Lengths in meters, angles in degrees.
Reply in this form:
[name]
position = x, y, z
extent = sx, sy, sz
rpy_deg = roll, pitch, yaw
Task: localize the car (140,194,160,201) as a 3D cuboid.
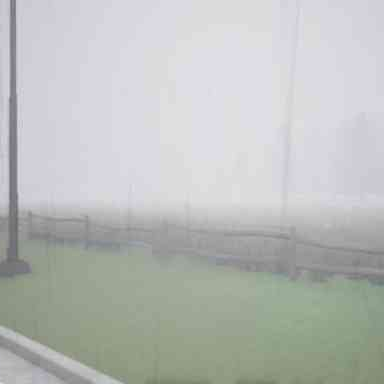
[car]
position = -9.126, 1.363, 72.596
extent = 4.605, 1.855, 1.932
rpy_deg = 0, 0, 36
